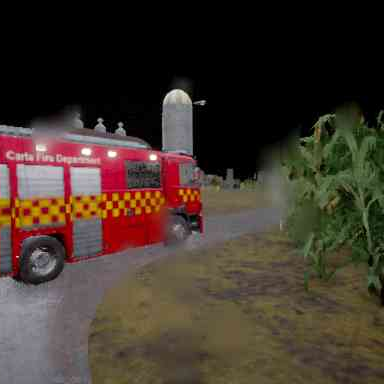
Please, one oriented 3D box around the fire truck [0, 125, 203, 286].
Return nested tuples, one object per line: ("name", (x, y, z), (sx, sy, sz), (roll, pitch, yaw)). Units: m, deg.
("fire truck", (-3.109, 0.181, 10.370), (2.891, 3.827, 8.468), (0, 1, 36))
